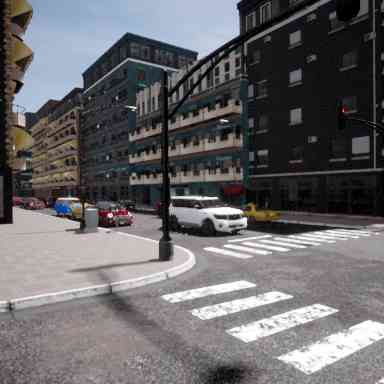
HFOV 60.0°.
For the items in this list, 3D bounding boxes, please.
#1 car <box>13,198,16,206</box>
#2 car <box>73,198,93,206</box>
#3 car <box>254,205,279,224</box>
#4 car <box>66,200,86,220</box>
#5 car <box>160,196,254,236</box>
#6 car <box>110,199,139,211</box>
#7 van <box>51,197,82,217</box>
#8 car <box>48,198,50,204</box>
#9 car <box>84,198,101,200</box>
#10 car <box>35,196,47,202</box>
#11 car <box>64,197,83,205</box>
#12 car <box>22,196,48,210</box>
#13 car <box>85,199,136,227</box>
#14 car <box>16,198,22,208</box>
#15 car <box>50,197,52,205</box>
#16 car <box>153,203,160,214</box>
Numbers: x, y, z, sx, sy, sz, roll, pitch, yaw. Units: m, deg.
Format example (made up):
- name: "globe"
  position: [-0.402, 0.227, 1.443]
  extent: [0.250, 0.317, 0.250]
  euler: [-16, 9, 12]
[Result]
- name: "car"
  position: [-31.591, 1.782, 59.956]
  extent: [1.887, 1.381, 4.507]
  euler: [-1, 1, -36]
- name: "car"
  position: [-18.336, 1.644, 55.828]
  extent: [1.947, 1.339, 4.313]
  euler: [-1, 1, -36]
- name: "car"
  position: [4.102, 1.498, 24.458]
  extent: [1.752, 1.417, 4.829]
  euler: [-1, 1, -36]
- name: "car"
  position: [-8.955, 1.652, 28.309]
  extent: [1.752, 1.417, 4.829]
  euler: [-1, 1, -36]
- name: "car"
  position: [0.649, 1.275, 19.371]
  extent: [2.150, 2.045, 5.566]
  euler: [-1, 1, -37]
- name: "car"
  position: [-8.677, 1.581, 42.324]
  extent: [2.008, 1.369, 4.403]
  euler: [-1, 1, -36]
- name: "van"
  position: [-12.276, 1.483, 32.947]
  extent: [1.690, 1.788, 3.998]
  euler: [-1, 1, -36]
- name: "car"
  position: [-25.361, 1.647, 61.197]
  extent: [1.837, 1.490, 4.892]
  euler: [-1, 0, -36]
- name: "car"
  position: [-8.515, 1.643, 32.149]
  extent: [2.033, 1.411, 5.357]
  euler: [-1, 0, -36]
- name: "car"
  position: [-37.655, 1.728, 82.836]
  extent: [1.887, 1.381, 4.507]
  euler: [-1, 1, -36]
- name: "car"
  position: [-21.556, 1.645, 60.330]
  extent: [2.008, 1.369, 4.403]
  euler: [-1, 1, -36]
- name: "car"
  position: [-21.934, 1.628, 46.451]
  extent: [1.967, 1.590, 4.097]
  euler: [-1, 1, -36]
- name: "car"
  position: [-5.836, 1.553, 23.946]
  extent: [1.967, 1.590, 4.097]
  euler: [-1, 1, -36]
- name: "car"
  position: [-25.152, 1.770, 50.953]
  extent: [1.947, 1.339, 4.313]
  euler: [-1, 1, -36]
- name: "car"
  position: [-16.596, 1.680, 43.515]
  extent: [2.033, 1.411, 5.357]
  euler: [-1, 0, -35]
- name: "car"
  position: [-2.239, 1.441, 33.321]
  extent: [1.967, 1.590, 4.097]
  euler: [-1, 1, -36]
